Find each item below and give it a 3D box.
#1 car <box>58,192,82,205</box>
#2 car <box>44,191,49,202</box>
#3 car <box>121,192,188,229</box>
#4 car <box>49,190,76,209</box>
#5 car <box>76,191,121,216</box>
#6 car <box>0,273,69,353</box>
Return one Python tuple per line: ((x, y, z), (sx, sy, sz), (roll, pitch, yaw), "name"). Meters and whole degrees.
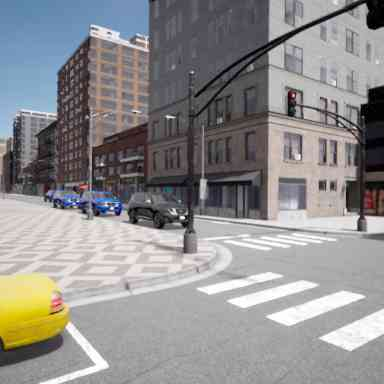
((-17.841, 0.920, 48.540), (2.097, 1.767, 4.553), (1, 0, -35), "car")
((-23.468, 0.701, 56.555), (2.150, 2.045, 5.566), (1, 0, -37), "car")
((-2.119, 1.048, 20.735), (2.150, 2.045, 5.566), (1, 0, -35), "car")
((-14.246, 0.857, 37.938), (2.150, 2.045, 5.566), (1, 0, -35), "car")
((-8.056, 0.955, 29.149), (2.150, 2.045, 5.566), (1, 0, -35), "car")
((-4.040, 1.526, 3.871), (4.829, 1.417, 1.752), (0, 1, -36), "car")
